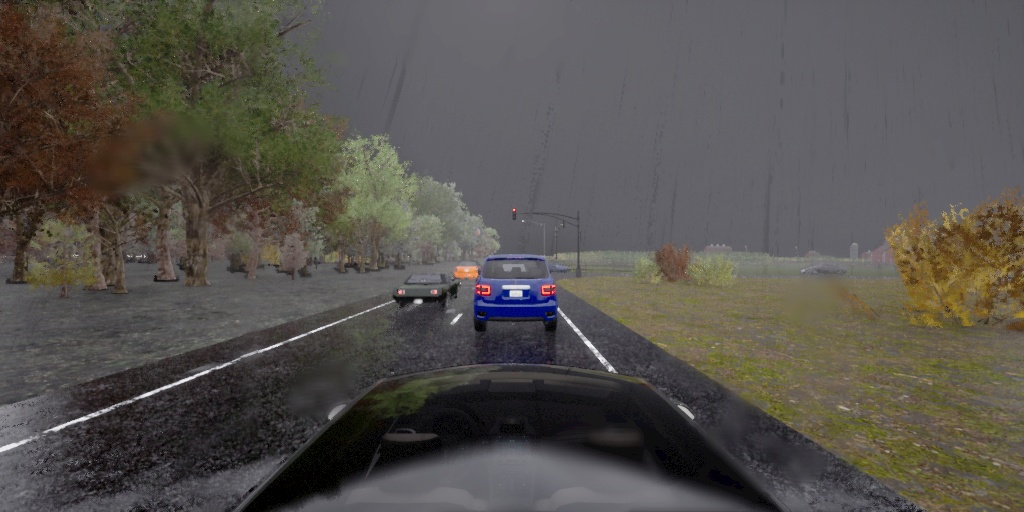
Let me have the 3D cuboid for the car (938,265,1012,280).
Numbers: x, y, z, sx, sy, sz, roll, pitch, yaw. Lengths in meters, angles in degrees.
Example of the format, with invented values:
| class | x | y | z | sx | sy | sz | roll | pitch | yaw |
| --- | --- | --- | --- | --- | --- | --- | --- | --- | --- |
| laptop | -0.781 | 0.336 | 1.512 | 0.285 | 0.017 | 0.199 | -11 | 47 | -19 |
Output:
| class | x | y | z | sx | sy | sz | roll | pitch | yaw |
| --- | --- | --- | --- | --- | --- | --- | --- | --- | --- |
| car | 50.971 | 1.851 | 39.316 | 5.357 | 1.411 | 2.033 | 1 | -1 | 1 |

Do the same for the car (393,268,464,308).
| class | x | y | z | sx | sy | sz | roll | pitch | yaw |
| --- | --- | --- | --- | --- | --- | --- | --- | --- | --- |
| car | -3.416 | 1.354 | 15.291 | 1.895 | 1.301 | 4.718 | 0 | 0 | 0 |

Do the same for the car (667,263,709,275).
| class | x | y | z | sx | sy | sz | roll | pitch | yaw |
| --- | --- | --- | --- | --- | --- | --- | --- | --- | --- |
| car | 21.070 | 1.529 | 43.039 | 4.902 | 1.511 | 2.128 | 1 | -1 | 0 |

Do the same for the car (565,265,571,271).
| class | x | y | z | sx | sy | sz | roll | pitch | yaw |
| --- | --- | --- | --- | --- | --- | --- | --- | --- | --- |
| car | 4.812 | 1.418 | 46.089 | 5.357 | 1.411 | 2.033 | 2 | 1 | 35 |

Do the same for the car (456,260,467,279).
| class | x | y | z | sx | sy | sz | roll | pitch | yaw |
| --- | --- | --- | --- | --- | --- | --- | --- | --- | --- |
| car | -3.436 | 1.107 | 29.298 | 2.097 | 1.767 | 4.553 | 0 | 0 | 0 |

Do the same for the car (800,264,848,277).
| class | x | y | z | sx | sy | sz | roll | pitch | yaw |
| --- | --- | --- | --- | --- | --- | --- | --- | --- | --- |
| car | 37.308 | 1.705 | 42.979 | 4.902 | 1.511 | 2.128 | 0 | -1 | 0 |

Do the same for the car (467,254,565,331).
| class | x | y | z | sx | sy | sz | roll | pitch | yaw |
| --- | --- | --- | --- | --- | --- | --- | --- | --- | --- |
| car | 0.088 | 0.974 | 11.080 | 2.150 | 2.045 | 5.566 | 0 | 0 | 0 |
